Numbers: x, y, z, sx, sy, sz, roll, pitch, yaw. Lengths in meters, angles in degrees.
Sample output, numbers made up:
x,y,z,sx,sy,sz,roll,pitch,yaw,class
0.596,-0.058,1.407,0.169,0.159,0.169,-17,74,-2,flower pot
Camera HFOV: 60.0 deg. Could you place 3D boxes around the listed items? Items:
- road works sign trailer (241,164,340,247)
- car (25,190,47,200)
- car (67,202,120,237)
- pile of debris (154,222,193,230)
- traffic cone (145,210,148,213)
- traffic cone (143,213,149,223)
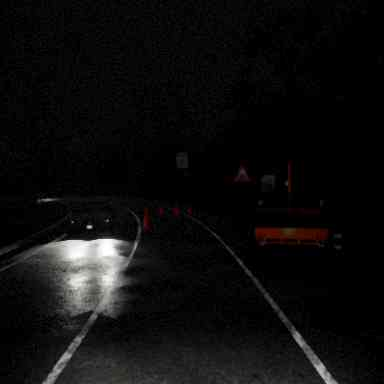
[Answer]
x,y,z,sx,sy,sz,roll,pitch,yaw,class
2.900,0.543,9.925,2.380,2.880,3.560,-1,2,17,road works sign trailer
-24.572,0.431,52.363,4.902,1.511,2.128,-1,5,42,car
-4.464,1.170,15.509,1.994,1.385,4.181,-1,2,-9,car
-0.957,1.680,16.704,1.860,0.140,1.500,-1,2,-7,pile of debris
-2.568,1.421,18.506,0.340,0.580,0.340,-1,2,-7,traffic cone
-2.318,1.496,16.525,0.340,0.580,0.340,-1,2,-7,traffic cone
